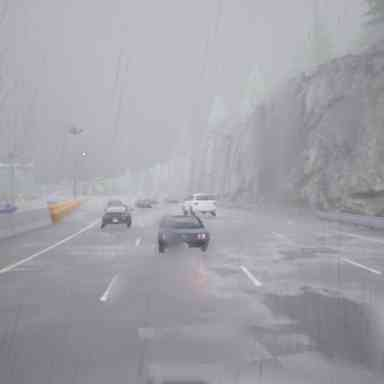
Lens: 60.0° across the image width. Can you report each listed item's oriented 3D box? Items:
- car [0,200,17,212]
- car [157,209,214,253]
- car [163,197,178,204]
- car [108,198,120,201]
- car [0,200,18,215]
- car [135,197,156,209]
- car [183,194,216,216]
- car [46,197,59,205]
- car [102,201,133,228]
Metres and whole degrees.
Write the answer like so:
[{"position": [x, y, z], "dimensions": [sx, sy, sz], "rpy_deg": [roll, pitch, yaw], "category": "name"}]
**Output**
[{"position": [-24.395, 1.798, 43.422], "dimensions": [1.994, 1.385, 4.181], "rpy_deg": [-1, 0, -16], "category": "car"}, {"position": [-0.464, 1.595, 13.780], "dimensions": [1.895, 1.301, 4.718], "rpy_deg": [-1, 0, -5], "category": "car"}, {"position": [-4.054, 1.596, 62.044], "dimensions": [1.895, 1.301, 4.718], "rpy_deg": [-1, 0, -17], "category": "car"}, {"position": [-12.403, 1.659, 53.054], "dimensions": [1.994, 1.385, 4.181], "rpy_deg": [-1, 0, -17], "category": "car"}, {"position": [-17.206, 1.644, 29.834], "dimensions": [1.882, 1.535, 5.008], "rpy_deg": [-1, 0, -11], "category": "car"}, {"position": [-6.889, 1.531, 46.678], "dimensions": [2.128, 1.511, 4.902], "rpy_deg": [-1, 0, -16], "category": "car"}, {"position": [0.636, 1.188, 31.049], "dimensions": [2.150, 2.045, 5.566], "rpy_deg": [0, 0, -12], "category": "car"}, {"position": [-26.370, 1.762, 63.020], "dimensions": [1.812, 1.442, 4.674], "rpy_deg": [-1, 0, -16], "category": "car"}, {"position": [-5.036, 1.563, 22.598], "dimensions": [1.812, 1.442, 4.674], "rpy_deg": [0, 0, -9], "category": "car"}]
